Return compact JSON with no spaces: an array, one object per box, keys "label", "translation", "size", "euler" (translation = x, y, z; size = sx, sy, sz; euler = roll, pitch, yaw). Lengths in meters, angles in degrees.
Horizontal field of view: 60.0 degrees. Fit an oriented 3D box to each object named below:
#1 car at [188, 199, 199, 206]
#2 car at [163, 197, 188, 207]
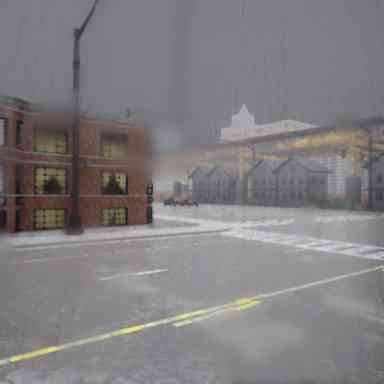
[{"label":"car","translation":[-0.640,1.907,61.354],"size":[1.994,1.385,4.181],"euler":[1,0,-35]},{"label":"car","translation":[-3.346,1.659,59.122],"size":[2.097,1.767,4.553],"euler":[1,-1,-35]}]
